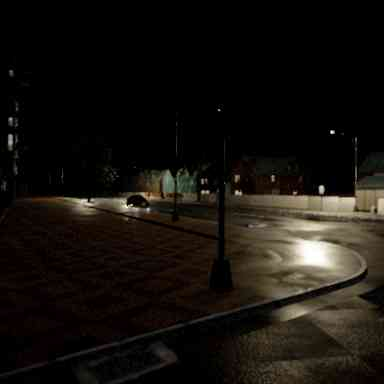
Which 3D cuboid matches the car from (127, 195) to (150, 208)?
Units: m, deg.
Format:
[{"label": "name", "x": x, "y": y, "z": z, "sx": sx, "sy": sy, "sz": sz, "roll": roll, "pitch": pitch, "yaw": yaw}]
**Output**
[{"label": "car", "x": -6.780, "y": 1.126, "z": 41.332, "sx": 1.812, "sy": 1.442, "sz": 4.674, "roll": 1, "pitch": 0, "yaw": -28}]
